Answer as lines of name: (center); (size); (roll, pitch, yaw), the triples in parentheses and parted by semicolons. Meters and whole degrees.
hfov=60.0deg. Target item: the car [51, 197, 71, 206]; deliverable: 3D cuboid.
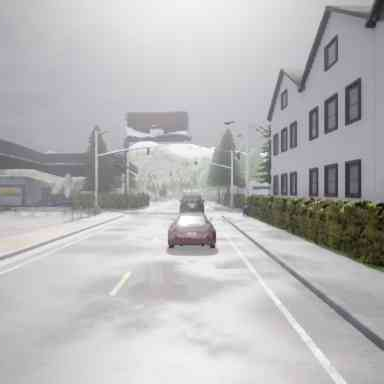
car: (-22.171, 1.670, 58.170); (4.611, 1.667, 2.242); (0, 0, 0)

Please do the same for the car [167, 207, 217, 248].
car: (0.000, 1.571, 14.650); (1.994, 1.385, 4.181); (0, 0, 0)

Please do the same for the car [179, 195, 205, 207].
car: (0.000, 1.257, 29.680); (2.150, 2.045, 5.566); (0, 0, 0)
